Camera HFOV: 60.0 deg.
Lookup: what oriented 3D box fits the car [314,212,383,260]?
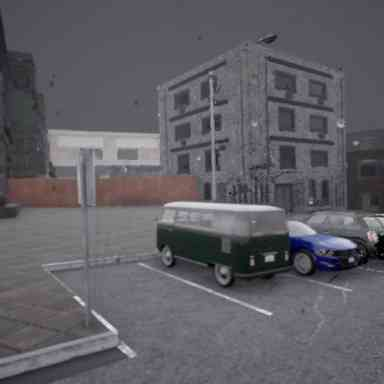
[{"bbox_3d":[5.180,1.515,12.661,2.185,1.767,4.553,2,-1,-35],"label":"car"}]

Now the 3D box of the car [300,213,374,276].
[{"bbox_3d":[2.886,1.570,11.069,2.097,1.535,5.008,1,-1,-35],"label":"car"}]

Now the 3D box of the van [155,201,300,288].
[{"bbox_3d":[0.566,1.293,9.551,1.878,1.987,4.442,1,-1,-35],"label":"van"}]
